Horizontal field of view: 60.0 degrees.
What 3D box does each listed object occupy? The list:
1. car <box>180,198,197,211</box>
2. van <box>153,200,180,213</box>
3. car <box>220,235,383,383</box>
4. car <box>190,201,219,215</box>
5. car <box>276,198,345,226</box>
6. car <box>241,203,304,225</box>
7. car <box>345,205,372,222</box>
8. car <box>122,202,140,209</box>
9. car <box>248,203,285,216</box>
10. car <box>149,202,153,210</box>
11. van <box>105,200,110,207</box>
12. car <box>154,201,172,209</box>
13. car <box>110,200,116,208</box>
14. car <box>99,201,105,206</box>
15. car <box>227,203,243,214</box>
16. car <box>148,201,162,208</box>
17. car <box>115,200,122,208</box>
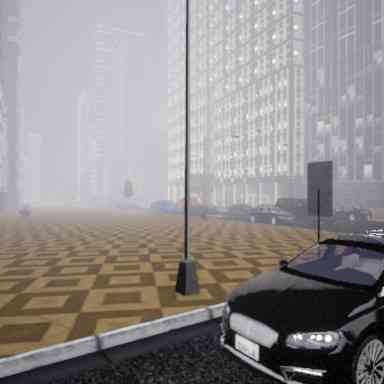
[{"bbox_3d":[-0.951,2.002,53.827,2.150,2.045,5.566,0,-1,-25],"label":"car"},{"bbox_3d":[-3.643,1.993,46.195,1.690,1.788,3.998,-1,-1,-26],"label":"van"},{"bbox_3d":[2.641,1.490,5.142,4.902,1.511,2.128,0,0,-34],"label":"car"},{"bbox_3d":[1.649,2.105,41.224,1.994,1.385,4.181,0,-1,-26],"label":"car"},{"bbox_3d":[8.806,1.472,26.354,2.150,2.045,5.566,0,-1,-26],"label":"car"},{"bbox_3d":[6.126,1.804,25.924,2.008,1.369,4.403,-1,-1,-26],"label":"car"},{"bbox_3d":[13.675,1.840,29.561,2.008,1.369,4.403,-1,-1,-26],"label":"car"},{"bbox_3d":[-10.963,2.512,61.392,2.008,1.369,4.403,-1,-1,-26],"label":"car"},{"bbox_3d":[8.793,2.053,39.695,1.947,1.339,4.313,-1,-1,-26],"label":"car"},{"bbox_3d":[-5.767,2.356,56.832,1.837,1.490,4.892,0,-1,-26],"label":"car"},{"bbox_3d":[-18.290,2.620,76.595,1.690,1.788,3.998,-1,-1,-26],"label":"van"},{"bbox_3d":[-5.596,2.481,63.390,1.837,1.490,4.892,0,-1,-26],"label":"car"},{"bbox_3d":[-15.845,2.717,71.526,1.887,1.381,4.507,-1,-1,-26],"label":"car"},{"bbox_3d":[-23.168,3.038,86.726,1.887,1.381,4.507,-1,-1,-26],"label":"car"},{"bbox_3d":[6.352,2.153,44.762,1.947,1.339,4.313,-1,-1,-26],"label":"car"},{"bbox_3d":[-8.295,2.790,75.163,1.802,1.307,4.206,-1,-1,-26],"label":"car"},{"bbox_3d":[-13.331,2.589,66.307,1.752,1.417,4.829,-1,-1,-26],"label":"car"}]
